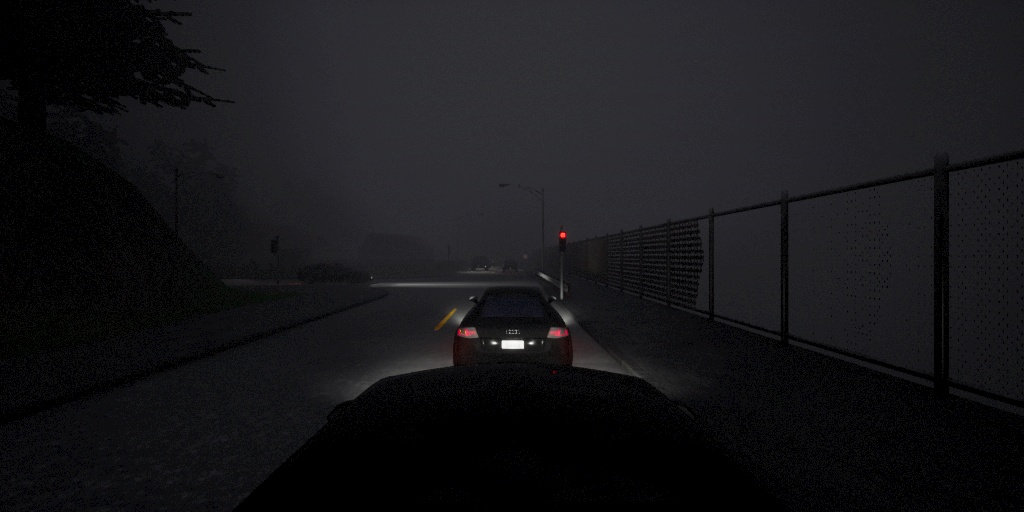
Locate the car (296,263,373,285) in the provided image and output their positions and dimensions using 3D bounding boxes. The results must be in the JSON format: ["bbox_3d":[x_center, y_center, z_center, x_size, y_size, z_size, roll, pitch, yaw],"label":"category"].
[{"bbox_3d":[-12.294,1.241,25.018,4.902,1.511,2.128,0,0,-2],"label":"car"}]

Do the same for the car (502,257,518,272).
[{"bbox_3d":[-0.244,1.255,46.760,1.837,1.490,4.892,0,0,-1],"label":"car"}]

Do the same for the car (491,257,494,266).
[{"bbox_3d":[-4.542,1.276,60.501,1.812,1.442,4.674,0,0,0],"label":"car"}]

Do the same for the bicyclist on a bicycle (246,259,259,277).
[{"bbox_3d":[-24.042,1.099,33.271,0.582,1.620,1.656,0,0,0],"label":"bicyclist on a bicycle"}]

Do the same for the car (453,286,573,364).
[{"bbox_3d":[0.019,1.314,7.450,1.994,1.385,4.181,0,0,0],"label":"car"}]

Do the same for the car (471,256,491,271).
[{"bbox_3d":[-4.482,0.972,50.585,2.150,2.045,5.566,0,0,0],"label":"car"}]
